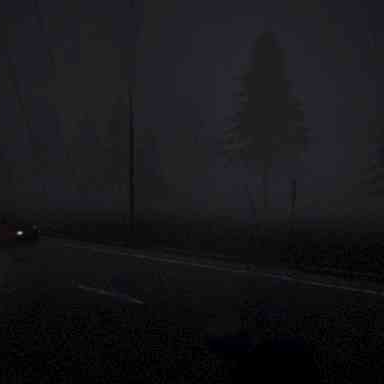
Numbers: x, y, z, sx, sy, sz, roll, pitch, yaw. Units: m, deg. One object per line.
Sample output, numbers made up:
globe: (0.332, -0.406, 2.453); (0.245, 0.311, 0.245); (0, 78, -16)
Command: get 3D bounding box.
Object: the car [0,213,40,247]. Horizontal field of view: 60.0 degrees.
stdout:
car: (-8.338, 1.571, 14.116); (4.181, 1.385, 1.994); (0, 0, 36)
